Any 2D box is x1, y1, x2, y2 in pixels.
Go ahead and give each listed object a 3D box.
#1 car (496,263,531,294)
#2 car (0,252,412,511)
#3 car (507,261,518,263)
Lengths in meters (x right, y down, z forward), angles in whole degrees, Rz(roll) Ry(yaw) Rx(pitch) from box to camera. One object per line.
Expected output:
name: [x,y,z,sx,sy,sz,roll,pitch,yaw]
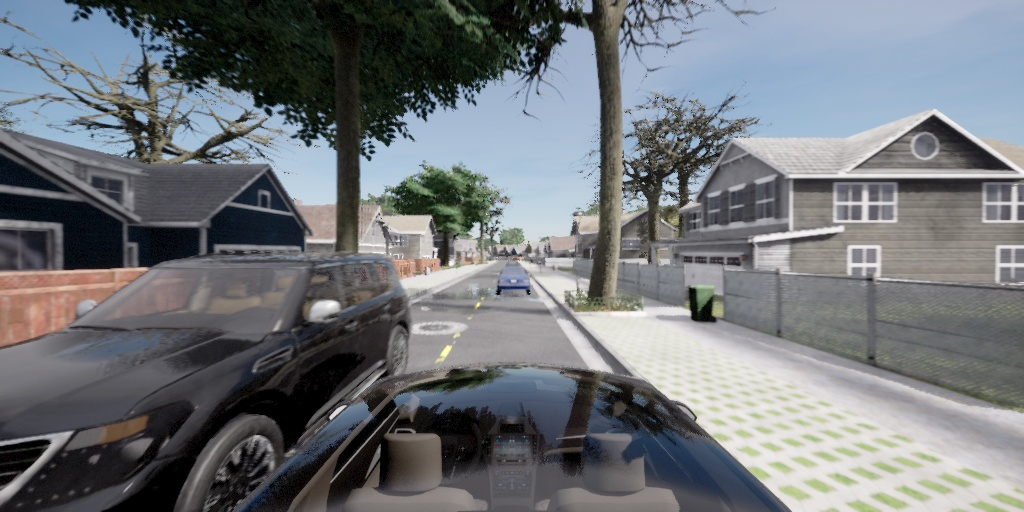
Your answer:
car: [0.086,1.299,20.341,2.033,1.411,5.357,0,0,0]
car: [-2.831,0.971,4.136,2.150,2.045,5.566,0,0,0]
car: [0.078,1.310,44.072,1.994,1.385,4.181,0,0,0]
